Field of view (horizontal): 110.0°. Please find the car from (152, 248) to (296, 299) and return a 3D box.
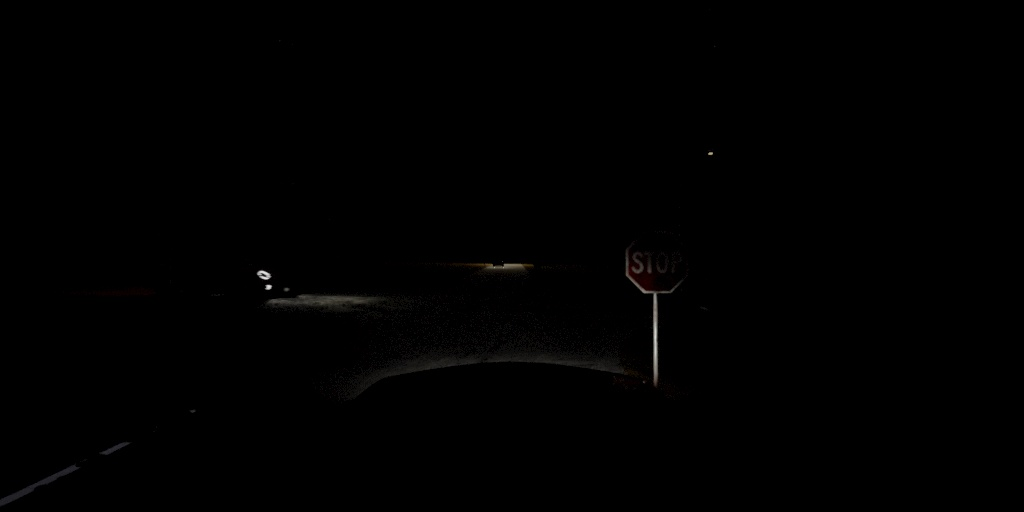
[{"bbox_3d":[-11.114,0.643,14.138,4.553,1.767,2.097,2,-1,0],"label":"car"}]
